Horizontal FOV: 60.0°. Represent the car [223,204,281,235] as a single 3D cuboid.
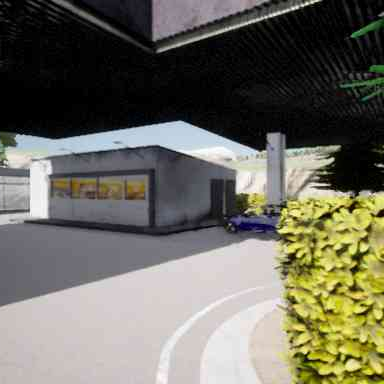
[{"bbox_3d":[3.926,1.484,17.932,4.611,1.667,2.242,0,0,35],"label":"car"}]
